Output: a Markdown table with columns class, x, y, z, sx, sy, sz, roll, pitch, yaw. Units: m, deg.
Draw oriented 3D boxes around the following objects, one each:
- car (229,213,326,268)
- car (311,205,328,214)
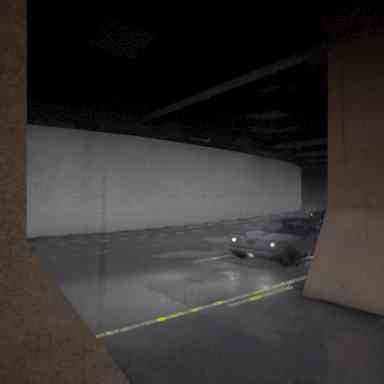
| class | x | y | z | sx | sy | sz | roll | pitch | yaw |
| --- | --- | --- | --- | --- | --- | --- | --- | --- | --- |
| car | 3.419 | 1.612 | 11.601 | 4.718 | 1.301 | 1.895 | 0 | 0 | -43 |
| car | 10.001 | 1.626 | 23.772 | 1.895 | 1.301 | 4.718 | 0 | 0 | 38 |
